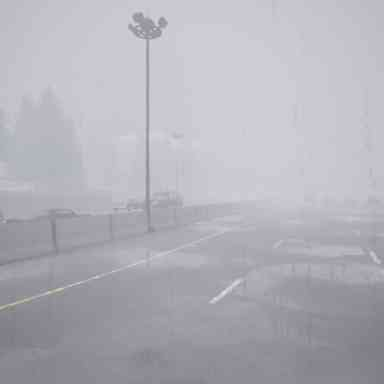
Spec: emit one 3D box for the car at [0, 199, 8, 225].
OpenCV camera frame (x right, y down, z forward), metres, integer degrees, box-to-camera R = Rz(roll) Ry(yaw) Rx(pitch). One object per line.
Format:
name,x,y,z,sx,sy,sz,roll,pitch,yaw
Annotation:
car,-14.455,1.352,21.098,2.097,1.767,4.553,0,0,23

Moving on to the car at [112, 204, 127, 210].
car,-5.849,1.249,32.474,1.895,1.301,4.718,0,0,22

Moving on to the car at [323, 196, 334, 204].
car,26.631,1.478,64.931,1.882,1.535,5.008,0,0,23

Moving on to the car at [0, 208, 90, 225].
car,-7.941,1.601,18.531,1.895,1.301,4.718,0,0,23

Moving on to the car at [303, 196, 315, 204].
car,22.665,1.505,64.501,1.837,1.490,4.892,0,0,23

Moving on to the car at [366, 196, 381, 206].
car,30.397,1.505,55.745,1.837,1.490,4.892,0,0,22

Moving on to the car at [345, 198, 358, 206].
car,26.136,1.601,54.626,1.895,1.301,4.718,0,0,22

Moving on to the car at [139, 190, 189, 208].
car,-2.615,0.840,31.136,2.150,2.045,5.566,0,0,22
